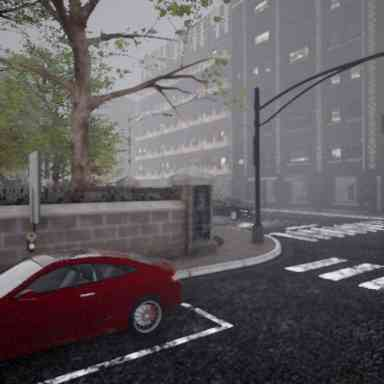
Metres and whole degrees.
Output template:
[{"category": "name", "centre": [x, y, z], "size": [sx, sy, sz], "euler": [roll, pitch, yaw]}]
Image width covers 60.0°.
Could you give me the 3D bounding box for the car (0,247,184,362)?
[{"category": "car", "centre": [-2.088, 1.575, 5.074], "size": [4.206, 1.307, 1.802], "euler": [0, 0, -36]}]

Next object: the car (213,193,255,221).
[{"category": "car", "centre": [2.608, 1.117, 23.636], "size": [1.837, 1.490, 4.892], "euler": [-1, 2, -36]}]

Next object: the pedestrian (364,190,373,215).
[{"category": "pedestrian", "centre": [12.883, 0.744, 24.377], "size": [0.375, 1.860, 0.375], "euler": [0, 0, -36]}]

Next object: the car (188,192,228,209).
[{"category": "car", "centre": [1.615, 0.812, 34.817], "size": [1.967, 1.590, 4.097], "euler": [0, 1, -36]}]
